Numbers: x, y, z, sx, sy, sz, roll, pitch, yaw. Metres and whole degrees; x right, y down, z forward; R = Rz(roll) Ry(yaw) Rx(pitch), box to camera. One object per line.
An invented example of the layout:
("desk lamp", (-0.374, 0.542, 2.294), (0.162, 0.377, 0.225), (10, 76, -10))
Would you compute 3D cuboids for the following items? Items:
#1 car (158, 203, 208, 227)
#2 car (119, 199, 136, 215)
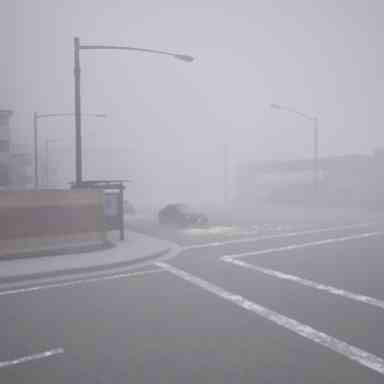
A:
("car", (-0.749, 1.534, 23.029), (1.812, 1.442, 4.674), (-1, 1, -32))
("car", (-7.268, 1.502, 33.764), (1.837, 1.490, 4.892), (-1, 2, -31))
